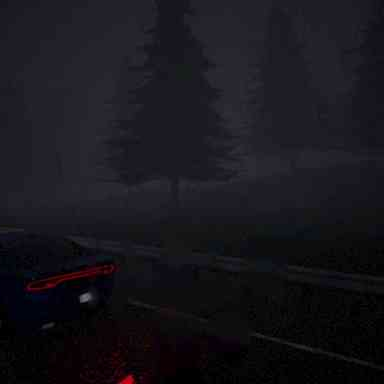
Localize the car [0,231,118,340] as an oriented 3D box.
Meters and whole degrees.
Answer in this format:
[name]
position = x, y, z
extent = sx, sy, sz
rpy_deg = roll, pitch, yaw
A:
[car]
position = -3.667, 1.552, 6.781
extent = 5.008, 1.535, 1.882
rpy_deg = -1, 0, 37
